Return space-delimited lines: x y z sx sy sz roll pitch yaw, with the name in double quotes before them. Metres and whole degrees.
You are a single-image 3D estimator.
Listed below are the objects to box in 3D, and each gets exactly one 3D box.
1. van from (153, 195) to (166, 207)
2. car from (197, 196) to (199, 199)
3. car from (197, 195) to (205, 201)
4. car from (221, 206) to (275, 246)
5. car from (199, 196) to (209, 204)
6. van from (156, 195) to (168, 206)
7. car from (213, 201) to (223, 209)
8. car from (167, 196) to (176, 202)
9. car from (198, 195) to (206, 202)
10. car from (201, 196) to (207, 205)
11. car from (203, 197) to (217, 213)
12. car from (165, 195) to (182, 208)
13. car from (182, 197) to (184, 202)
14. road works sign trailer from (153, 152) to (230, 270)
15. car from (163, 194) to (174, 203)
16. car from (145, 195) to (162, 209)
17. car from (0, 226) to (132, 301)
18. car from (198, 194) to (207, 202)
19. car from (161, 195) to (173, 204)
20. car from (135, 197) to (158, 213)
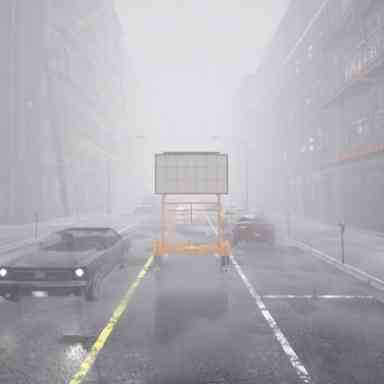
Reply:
"van" -5.319 1.458 54.120 1.690 1.788 3.998 2 0 0
"car" 2.550 1.705 65.124 1.887 1.381 4.507 1 0 0
"car" 2.502 1.733 92.781 1.967 1.590 4.097 1 0 0
"car" 2.577 1.563 15.348 1.887 1.381 4.507 1 0 0
"car" 2.557 1.624 70.656 1.967 1.590 4.097 1 0 0
"van" -5.323 1.479 59.652 1.690 1.788 3.998 1 0 0
"car" 2.575 1.553 21.050 1.752 1.417 4.829 1 0 0
"car" -5.343 1.828 87.304 1.947 1.339 4.313 1 0 0
"car" 2.553 1.682 59.594 1.887 1.381 4.507 1 0 0
"car" 2.562 1.633 43.002 2.008 1.369 4.403 1 0 0
"car" 2.565 1.612 37.470 1.887 1.381 4.507 1 0 0
"car" -2.872 1.578 49.375 1.882 1.535 5.008 0 0 0
"car" -2.789 1.681 75.227 1.882 1.535 5.008 0 0 0
"road works sign trailer" -0.017 0.476 11.018 2.380 3.560 2.880 0 0 0
"car" -5.331 1.524 76.243 2.192 1.841 5.009 1 0 0
"car" -5.312 1.397 43.062 2.192 1.841 5.009 2 0 0
"car" -2.854 1.609 8.441 1.895 1.301 4.718 0 0 0
"car" 2.512 1.549 81.718 2.192 1.841 5.009 1 0 0
"car" -5.328 1.499 70.713 2.192 1.841 5.009 1 0 0
"car" -5.314 1.592 37.359 1.752 1.417 4.829 2 0 0
